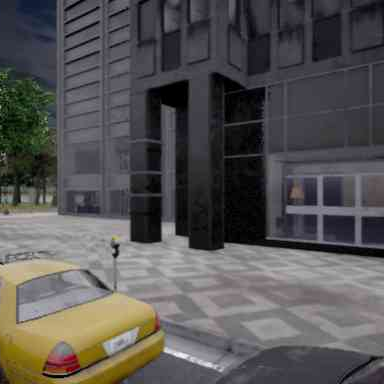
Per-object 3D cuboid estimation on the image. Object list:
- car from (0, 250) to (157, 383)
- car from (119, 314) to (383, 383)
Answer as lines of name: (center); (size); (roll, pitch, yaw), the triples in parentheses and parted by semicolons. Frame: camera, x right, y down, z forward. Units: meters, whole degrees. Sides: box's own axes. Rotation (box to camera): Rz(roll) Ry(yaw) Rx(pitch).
car: (-2.623, 1.540, 4.831); (4.829, 1.417, 1.752); (0, 0, 35)
car: (1.946, 1.545, 1.579); (4.403, 1.369, 2.008); (0, 0, 35)
